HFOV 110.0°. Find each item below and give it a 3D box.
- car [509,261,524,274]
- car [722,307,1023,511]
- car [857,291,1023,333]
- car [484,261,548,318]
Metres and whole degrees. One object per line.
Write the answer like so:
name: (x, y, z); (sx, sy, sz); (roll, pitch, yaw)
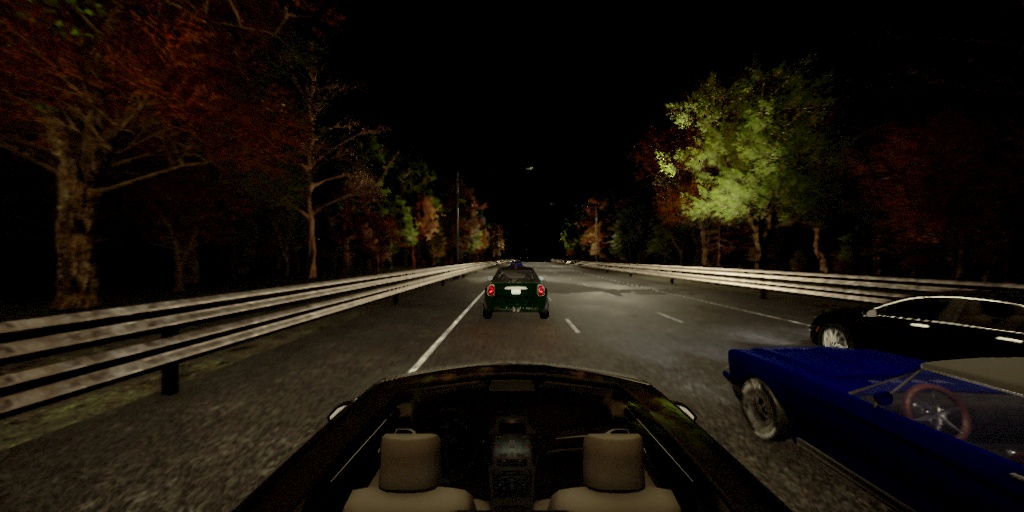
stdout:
car: (0.600, 1.467, 47.279); (1.882, 1.535, 5.008); (0, 0, 1)
car: (3.601, 1.356, 2.415); (1.895, 1.301, 4.718); (0, 0, 0)
car: (7.106, 1.279, 5.436); (1.837, 1.490, 4.892); (0, 0, 0)
car: (0.140, 1.163, 13.422); (2.097, 1.767, 4.553); (0, 0, 0)
